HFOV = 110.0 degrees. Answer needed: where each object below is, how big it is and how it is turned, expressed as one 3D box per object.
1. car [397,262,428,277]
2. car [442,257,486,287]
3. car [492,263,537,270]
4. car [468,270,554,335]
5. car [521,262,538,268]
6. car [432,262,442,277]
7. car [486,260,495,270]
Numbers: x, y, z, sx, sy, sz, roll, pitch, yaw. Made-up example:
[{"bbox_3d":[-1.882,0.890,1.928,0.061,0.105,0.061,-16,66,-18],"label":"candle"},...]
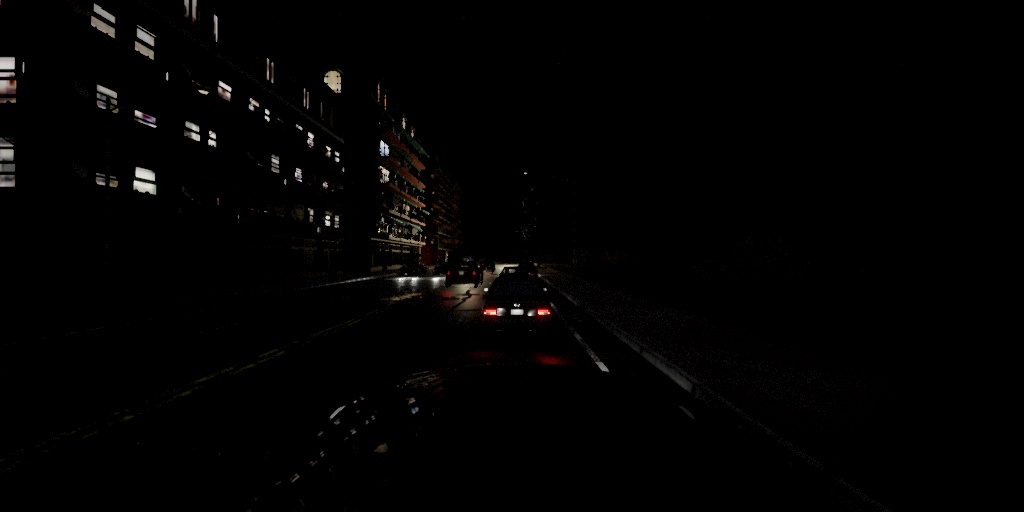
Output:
[{"bbox_3d":[-9.813,1.301,35.825,2.033,1.411,5.357,0,0,0],"label":"car"},{"bbox_3d":[-3.127,1.104,24.308,2.097,1.767,4.553,0,0,0],"label":"car"},{"bbox_3d":[0.119,1.300,20.875,2.033,1.411,5.357,0,0,0],"label":"car"},{"bbox_3d":[0.111,1.299,10.513,2.033,1.411,5.357,0,0,0],"label":"car"},{"bbox_3d":[1.167,1.259,30.642,1.837,1.490,4.892,0,0,0],"label":"car"},{"bbox_3d":[-6.565,1.301,35.851,2.033,1.411,5.357,0,0,0],"label":"car"},{"bbox_3d":[-3.104,1.253,45.303,1.837,1.490,4.892,0,-1,0],"label":"car"}]
